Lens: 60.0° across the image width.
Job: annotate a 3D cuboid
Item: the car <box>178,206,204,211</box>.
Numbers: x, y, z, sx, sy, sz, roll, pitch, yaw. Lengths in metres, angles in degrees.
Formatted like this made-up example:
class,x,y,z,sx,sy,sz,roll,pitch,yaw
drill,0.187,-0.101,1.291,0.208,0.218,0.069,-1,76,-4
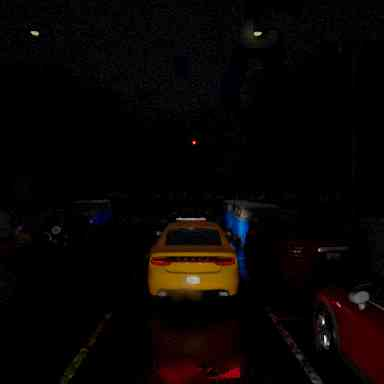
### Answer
class,x,y,z,sx,sy,sz,roll,pitch,yaw
car,-0.052,1.503,18.129,2.128,1.511,4.902,0,0,0

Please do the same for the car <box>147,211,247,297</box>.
class,x,y,z,sx,sy,sz,roll,pitch,yaw
car,0.037,1.483,8.627,1.882,1.535,5.008,0,0,0

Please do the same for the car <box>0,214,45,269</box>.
class,x,y,z,sx,sy,sz,roll,pitch,yaw
car,-5.808,1.530,8.583,1.752,1.417,4.829,0,0,0

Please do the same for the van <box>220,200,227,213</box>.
class,x,y,z,sx,sy,sz,roll,pitch,yaw
van,2.656,1.353,19.675,1.690,1.788,3.998,0,0,0

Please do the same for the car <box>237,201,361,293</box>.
class,x,y,z,sx,sy,sz,roll,pitch,yaw
car,2.715,1.320,8.800,2.192,1.841,5.009,0,0,0

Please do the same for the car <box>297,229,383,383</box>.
class,x,y,z,sx,sy,sz,roll,pitch,yaw
car,2.746,1.442,3.362,1.967,1.590,4.097,0,0,0

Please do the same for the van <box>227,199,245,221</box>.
class,x,y,z,sx,sy,sz,roll,pitch,yaw
van,2.686,1.350,14.237,1.690,1.788,3.998,0,0,0

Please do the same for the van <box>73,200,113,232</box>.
class,x,y,z,sx,sy,sz,roll,pitch,yaw
van,-5.869,1.353,19.628,1.690,1.788,3.998,0,0,0

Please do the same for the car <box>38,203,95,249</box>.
class,x,y,z,sx,sy,sz,roll,pitch,yaw
car,-5.839,1.449,14.190,1.967,1.590,4.097,0,0,0
